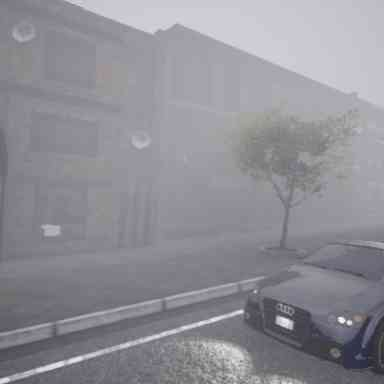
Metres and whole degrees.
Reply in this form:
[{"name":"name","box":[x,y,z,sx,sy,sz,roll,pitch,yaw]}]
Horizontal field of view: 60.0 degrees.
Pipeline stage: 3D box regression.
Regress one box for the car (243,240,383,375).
[{"name":"car","box":[2.858,1.556,5.600,4.181,1.385,1.994,0,0,-35]}]
